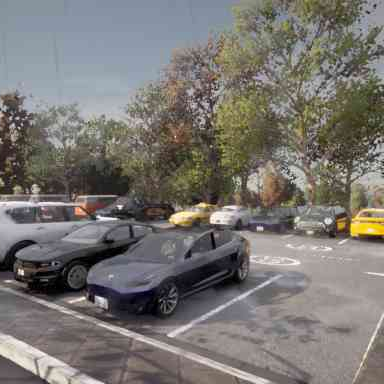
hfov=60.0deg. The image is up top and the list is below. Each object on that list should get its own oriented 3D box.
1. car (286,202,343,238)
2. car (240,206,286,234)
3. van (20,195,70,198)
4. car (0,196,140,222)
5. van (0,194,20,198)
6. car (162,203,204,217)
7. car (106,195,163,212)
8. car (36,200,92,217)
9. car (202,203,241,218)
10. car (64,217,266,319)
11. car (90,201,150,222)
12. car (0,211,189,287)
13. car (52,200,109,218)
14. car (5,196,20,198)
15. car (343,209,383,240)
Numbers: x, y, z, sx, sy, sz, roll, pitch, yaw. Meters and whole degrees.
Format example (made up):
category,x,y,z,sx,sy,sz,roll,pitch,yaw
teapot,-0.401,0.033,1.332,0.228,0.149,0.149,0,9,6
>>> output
category,x,y,z,sx,sy,sz,roll,pitch,yaw
car,7.345,1.465,18.790,2.185,1.767,4.553,0,0,36
car,5.167,1.611,20.295,2.163,1.488,4.792,0,0,36
van,-15.038,1.310,34.858,1.878,1.987,4.442,0,0,36
car,-4.732,1.329,11.389,2.435,2.045,5.566,0,0,36
van,-19.402,1.337,38.303,1.878,1.987,4.442,0,0,36
car,0.591,1.560,23.422,1.946,1.575,5.366,0,0,36
car,-3.766,1.293,26.848,2.435,2.045,5.566,0,0,36
car,-12.729,1.557,33.353,2.163,1.488,4.792,0,0,36
car,2.941,1.613,21.943,2.002,1.452,4.674,0,0,36
car,-0.273,1.629,8.082,2.163,1.488,4.792,0,0,36
car,-6.041,1.565,28.429,2.163,1.488,4.792,0,0,36
car,-2.499,1.590,9.740,2.097,1.535,5.008,0,0,36
car,-10.593,1.554,31.802,2.163,1.488,4.792,0,0,36
car,-17.225,1.548,36.586,2.097,1.535,5.008,0,0,36
car,9.566,1.600,17.133,2.097,1.535,5.008,0,0,36
